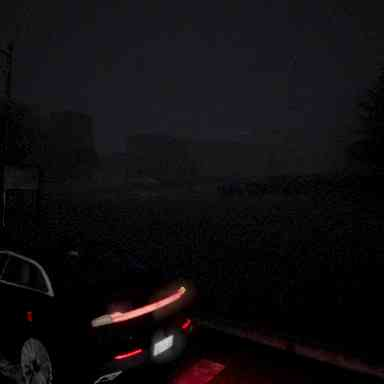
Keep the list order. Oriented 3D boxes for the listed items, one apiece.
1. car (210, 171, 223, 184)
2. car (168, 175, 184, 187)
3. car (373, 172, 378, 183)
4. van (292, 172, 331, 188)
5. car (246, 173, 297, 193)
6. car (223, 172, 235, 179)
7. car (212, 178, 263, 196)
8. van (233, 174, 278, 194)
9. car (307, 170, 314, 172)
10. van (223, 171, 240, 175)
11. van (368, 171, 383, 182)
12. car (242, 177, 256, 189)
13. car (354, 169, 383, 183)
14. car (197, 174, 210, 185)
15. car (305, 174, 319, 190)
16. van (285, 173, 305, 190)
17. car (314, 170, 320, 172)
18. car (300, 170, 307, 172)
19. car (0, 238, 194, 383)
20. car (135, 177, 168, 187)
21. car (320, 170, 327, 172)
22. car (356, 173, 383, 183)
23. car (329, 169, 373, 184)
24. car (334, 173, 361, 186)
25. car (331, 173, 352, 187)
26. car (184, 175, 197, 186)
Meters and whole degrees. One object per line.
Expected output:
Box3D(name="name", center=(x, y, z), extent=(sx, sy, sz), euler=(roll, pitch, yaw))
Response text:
Box3D(name="car", center=(2.443, -2.409, 59.085), extent=(4.553, 1.767, 2.185), euler=(2, 6, 30))
Box3D(name="car", center=(-4.376, -1.703, 53.494), extent=(4.792, 1.488, 2.163), euler=(2, 5, 30))
Box3D(name="car", center=(29.069, -2.230, 57.974), extent=(4.892, 1.521, 2.231), euler=(4, 7, 31))
Box3D(name="van", center=(17.337, -1.530, 48.640), extent=(4.442, 1.987, 1.878), euler=(4, 7, 32))
Box3D(name="car", center=(10.080, -1.019, 43.233), extent=(5.566, 2.045, 2.435), euler=(4, 7, 32))
Box3D(name="car", center=(4.692, -2.470, 60.988), extent=(5.008, 1.535, 2.097), euler=(2, 5, 31))
Box3D(name="car", center=(5.353, -0.407, 39.608), extent=(5.008, 1.535, 2.097), euler=(4, 7, 32))
Box3D(name="van", center=(7.831, -0.805, 41.342), extent=(4.442, 1.987, 1.878), euler=(4, 7, 32))
Box3D(name="car", center=(25.179, -4.231, 77.601), extent=(4.553, 1.767, 2.185), euler=(2, 6, 31))
Box3D(name="van", center=(6.864, -2.882, 62.884), extent=(4.442, 1.987, 1.878), euler=(2, 6, 31))
Box3D(name="van", center=(36.165, -3.006, 63.522), extent=(4.442, 1.987, 1.878), euler=(4, 7, 31))
Box3D(name="car", center=(8.670, -1.432, 50.531), extent=(1.812, 1.442, 4.674), euler=(0, 5, 7))
Box3D(name="car", center=(31.436, -2.665, 59.807), extent=(5.566, 2.045, 2.435), euler=(4, 7, 31))
Box3D(name="car", center=(0.118, -2.073, 57.261), extent=(4.792, 1.488, 2.163), euler=(2, 6, 30))
Box3D(name="car", center=(14.834, -1.257, 46.900), extent=(4.553, 1.767, 2.185), euler=(4, 7, 32))
Box3D(name="van", center=(12.381, -1.180, 45.104), extent=(4.442, 1.987, 1.878), euler=(4, 7, 32))
Box3D(name="car", center=(27.437, -4.244, 79.480), extent=(4.674, 1.452, 2.002), euler=(2, 5, 31))
Box3D(name="car", center=(22.882, -3.928, 75.784), extent=(5.008, 1.535, 2.097), euler=(2, 6, 31))
Box3D(name="car", center=(-2.272, 1.479, 5.113), extent=(4.902, 1.511, 2.128), euler=(0, 0, 36))
Box3D(name="car", center=(-6.676, -1.509, 51.636), extent=(4.674, 1.452, 2.002), euler=(2, 5, 30))
Box3D(name="car", center=(29.738, -4.575, 81.277), extent=(4.553, 1.767, 2.185), euler=(2, 6, 31))
Box3D(name="car", center=(33.576, -2.616, 61.817), extent=(5.366, 1.575, 1.946), euler=(4, 7, 31))
Box3D(name="car", center=(26.739, -2.293, 56.062), extent=(5.566, 2.045, 2.435), euler=(4, 7, 31))
Box3D(name="car", center=(24.370, -1.829, 54.233), extent=(4.792, 1.488, 2.163), euler=(4, 7, 32))
Box3D(name="car", center=(21.984, -1.675, 52.387), extent=(4.892, 1.521, 2.231), euler=(4, 7, 32))
Box3D(name="car", center=(-2.107, -2.041, 55.346), extent=(4.553, 1.767, 2.185), euler=(2, 6, 30))
